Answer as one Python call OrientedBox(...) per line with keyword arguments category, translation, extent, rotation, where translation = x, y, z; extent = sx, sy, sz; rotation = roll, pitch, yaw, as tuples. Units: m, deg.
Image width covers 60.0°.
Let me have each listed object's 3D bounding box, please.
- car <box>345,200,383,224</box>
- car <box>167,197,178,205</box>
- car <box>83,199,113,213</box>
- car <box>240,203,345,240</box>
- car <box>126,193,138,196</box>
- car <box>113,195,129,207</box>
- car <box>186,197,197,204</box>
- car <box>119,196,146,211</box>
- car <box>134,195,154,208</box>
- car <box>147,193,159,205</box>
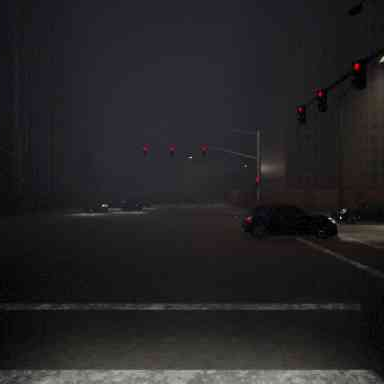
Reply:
OrientedBox(category="car", translation=(12.364, 1.352, 23.844), extent=(4.553, 1.767, 2.097), rotation=(0, 0, 0))
OrientedBox(category="car", translation=(-3.528, 1.547, 60.271), extent=(2.033, 1.411, 5.357), rotation=(0, 0, 0))
OrientedBox(category="car", translation=(-10.713, 1.547, 37.507), extent=(2.033, 1.411, 5.357), rotation=(0, 0, -3))
OrientedBox(category="car", translation=(4.763, 1.352, 16.598), extent=(4.553, 1.767, 2.097), rotation=(0, 0, -1))
OrientedBox(category="car", translation=(-10.678, 1.221, 58.272), extent=(2.150, 2.045, 5.566), rotation=(0, 0, 0))
OrientedBox(category="car", translation=(-10.695, 1.547, 47.582), extent=(2.033, 1.411, 5.357), rotation=(0, 0, 0))
OrientedBox(category="car", translation=(-0.134, 1.564, 64.902), extent=(1.994, 1.385, 4.181), rotation=(0, 0, 0))
OrientedBox(category="car", translation=(-7.163, 1.526, 40.501), extent=(1.812, 1.442, 4.674), rotation=(0, 0, -1))
OrientedBox(category="car", translation=(-7.193, 1.526, 49.595), extent=(1.812, 1.442, 4.674), rotation=(0, 0, 0))
OrientedBox(category="car", translation=(-7.168, 1.221, 60.122), extent=(2.150, 2.045, 5.566), rotation=(0, 0, 1))
